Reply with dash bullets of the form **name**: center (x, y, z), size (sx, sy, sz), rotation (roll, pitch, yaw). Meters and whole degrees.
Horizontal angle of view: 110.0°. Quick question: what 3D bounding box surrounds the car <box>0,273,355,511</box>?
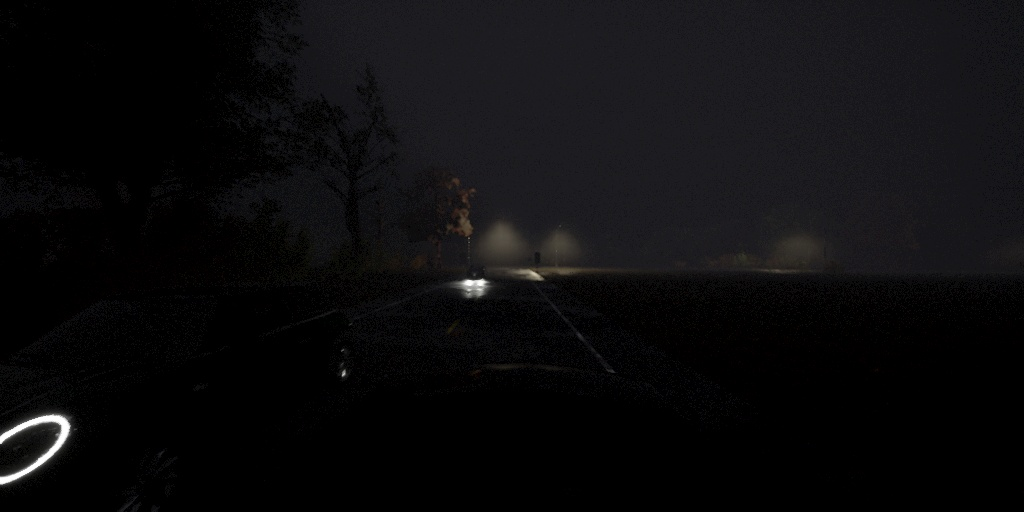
- **car**: center (-3.598, 1.123, 3.933), size (2.097, 1.767, 4.553), rotation (0, -1, 0)

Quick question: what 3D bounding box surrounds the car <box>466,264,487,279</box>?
- **car**: center (-3.574, 1.553, 36.763), size (2.128, 1.511, 4.902), rotation (0, 0, 0)
